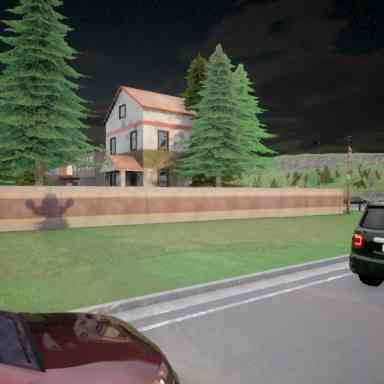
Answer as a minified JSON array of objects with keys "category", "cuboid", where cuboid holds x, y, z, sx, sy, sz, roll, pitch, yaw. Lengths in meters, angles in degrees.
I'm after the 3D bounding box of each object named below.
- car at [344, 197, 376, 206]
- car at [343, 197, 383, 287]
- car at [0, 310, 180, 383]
[{"category":"car","cuboid":[27.306,1.564,54.182,1.994,1.385,4.181,0,0,-36]},{"category":"car","cuboid":[6.113,1.221,8.137,5.566,2.045,2.150,0,0,-35]},{"category":"car","cuboid":[-2.115,1.564,2.355,4.181,1.385,1.994,0,0,-34]}]
